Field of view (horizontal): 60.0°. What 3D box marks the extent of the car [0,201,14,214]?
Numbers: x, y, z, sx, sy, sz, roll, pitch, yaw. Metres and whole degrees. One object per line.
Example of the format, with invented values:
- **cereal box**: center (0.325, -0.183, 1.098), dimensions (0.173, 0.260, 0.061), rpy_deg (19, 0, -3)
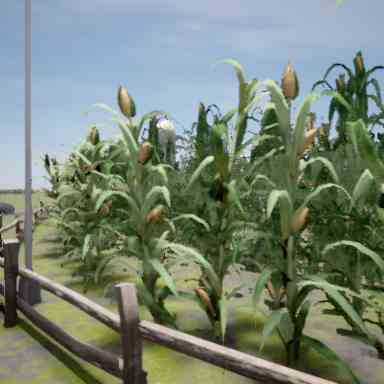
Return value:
- **car**: center (-19.172, 1.485, 31.434), dimensions (1.994, 1.385, 4.181), rpy_deg (-1, 0, 32)
